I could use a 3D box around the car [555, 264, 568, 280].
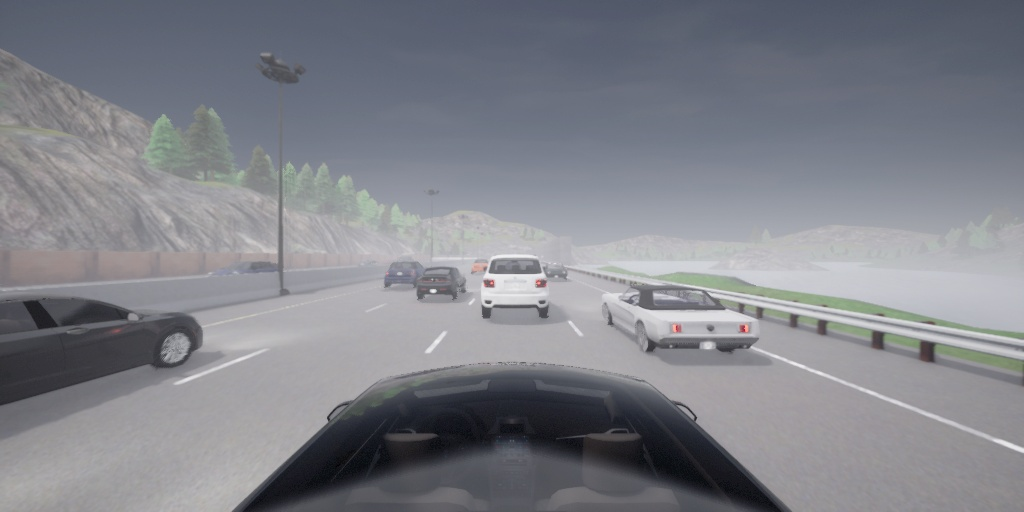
[{"bbox_3d":[3.590,1.368,31.219,1.895,1.301,4.718,0,0,0],"label":"car"}]

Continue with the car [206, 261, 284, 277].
[{"bbox_3d":[-17.606,1.116,23.620,2.097,1.767,4.553,0,0,0],"label":"car"}]

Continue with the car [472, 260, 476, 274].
[{"bbox_3d":[-3.415,1.125,41.387,2.097,1.767,4.553,0,0,0],"label":"car"}]

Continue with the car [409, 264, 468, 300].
[{"bbox_3d":[-3.406,1.264,17.927,1.837,1.490,4.892,0,0,0],"label":"car"}]

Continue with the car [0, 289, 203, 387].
[{"bbox_3d":[-6.904,1.257,4.934,1.837,1.490,4.892,0,0,0],"label":"car"}]

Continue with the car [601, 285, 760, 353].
[{"bbox_3d":[3.604,1.355,8.799,1.895,1.301,4.718,0,0,0],"label":"car"}]

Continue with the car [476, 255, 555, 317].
[{"bbox_3d":[0.096,0.978,13.250,2.150,2.045,5.566,0,0,0],"label":"car"}]

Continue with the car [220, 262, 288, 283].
[{"bbox_3d":[-21.106,1.259,29.681,2.128,1.511,4.902,0,0,0],"label":"car"}]

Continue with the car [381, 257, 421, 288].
[{"bbox_3d":[-6.908,1.115,24.174,2.097,1.767,4.553,0,0,0],"label":"car"}]

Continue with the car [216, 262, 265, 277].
[{"bbox_3d":[-28.099,1.337,37.289,1.994,1.385,4.181,0,0,0],"label":"car"}]
